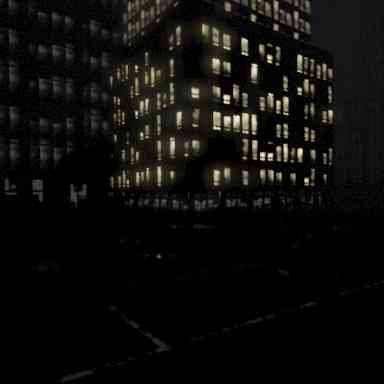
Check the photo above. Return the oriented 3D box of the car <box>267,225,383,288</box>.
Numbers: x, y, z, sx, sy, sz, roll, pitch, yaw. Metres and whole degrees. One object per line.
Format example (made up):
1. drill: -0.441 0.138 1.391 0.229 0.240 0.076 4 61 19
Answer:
1. car: 4.027 1.647 9.450 4.313 1.339 1.947 1 -1 -35
